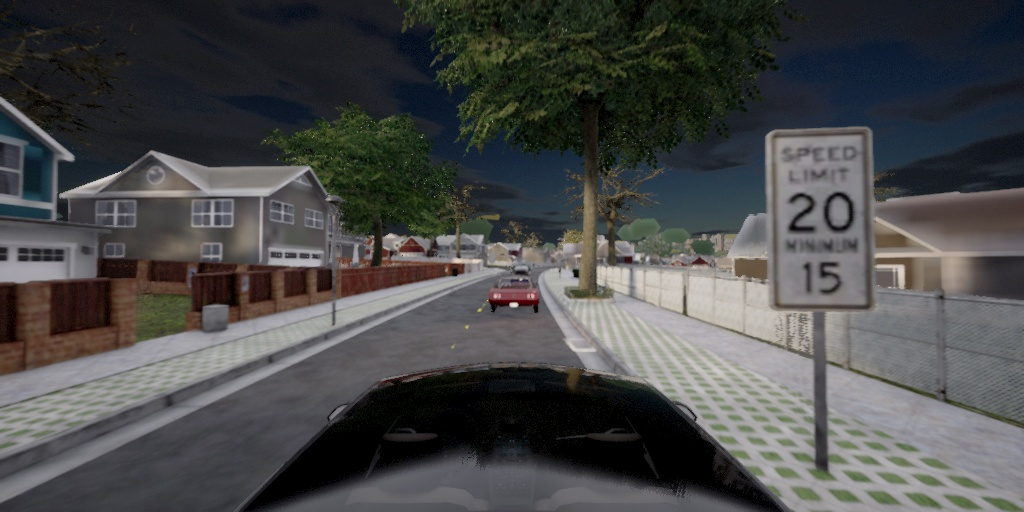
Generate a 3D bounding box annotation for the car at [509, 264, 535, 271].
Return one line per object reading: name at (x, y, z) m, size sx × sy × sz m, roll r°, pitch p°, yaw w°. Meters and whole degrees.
car at (0.860, 1.569, 30.227) m, size 1.837 × 1.490 × 4.892 m, roll 0°, pitch 0°, yaw 4°

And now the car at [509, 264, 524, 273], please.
car at (0.726, 2.011, 57.657) m, size 1.895 × 1.301 × 4.718 m, roll 0°, pitch -1°, yaw 8°

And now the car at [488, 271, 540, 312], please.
car at (0.155, 1.491, 15.055) m, size 1.895 × 1.301 × 4.718 m, roll 0°, pitch -1°, yaw 2°
